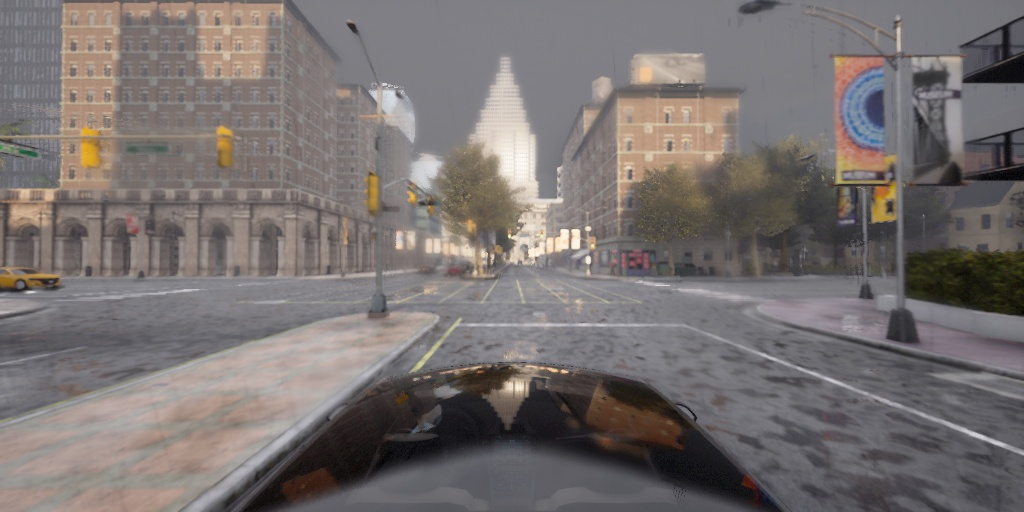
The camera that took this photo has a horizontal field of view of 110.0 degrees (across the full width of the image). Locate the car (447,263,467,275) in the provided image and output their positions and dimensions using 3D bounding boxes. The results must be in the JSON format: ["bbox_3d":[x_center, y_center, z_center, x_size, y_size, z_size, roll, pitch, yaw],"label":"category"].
[{"bbox_3d":[-8.069,2.000,51.757,1.895,1.301,4.718,0,-1,0],"label":"car"}]

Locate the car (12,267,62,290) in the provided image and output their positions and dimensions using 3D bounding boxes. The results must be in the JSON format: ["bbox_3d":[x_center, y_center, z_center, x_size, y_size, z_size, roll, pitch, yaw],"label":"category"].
[{"bbox_3d":[-34.618,1.530,24.986,5.008,1.535,1.882,0,-1,0],"label":"car"}]

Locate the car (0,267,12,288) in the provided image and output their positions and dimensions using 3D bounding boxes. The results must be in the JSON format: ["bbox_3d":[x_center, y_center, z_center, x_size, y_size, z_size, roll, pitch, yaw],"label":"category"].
[{"bbox_3d":[-33.978,1.484,21.490,5.008,1.535,1.882,0,-1,0],"label":"car"}]

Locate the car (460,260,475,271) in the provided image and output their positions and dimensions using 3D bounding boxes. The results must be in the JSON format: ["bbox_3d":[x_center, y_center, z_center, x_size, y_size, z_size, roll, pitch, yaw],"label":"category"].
[{"bbox_3d":[-8.004,1.746,61.400,2.150,2.045,5.566,0,-1,0],"label":"car"}]
